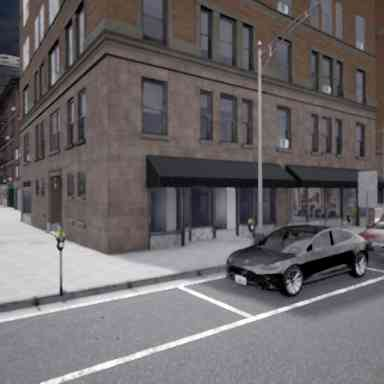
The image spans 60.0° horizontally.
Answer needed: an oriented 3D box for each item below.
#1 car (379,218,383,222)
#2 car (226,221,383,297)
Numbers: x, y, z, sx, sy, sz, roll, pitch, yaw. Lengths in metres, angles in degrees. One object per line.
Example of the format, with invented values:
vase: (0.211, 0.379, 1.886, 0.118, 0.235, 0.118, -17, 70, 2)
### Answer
car: (7.319, 1.552, 11.750, 4.206, 1.307, 1.802, 0, 0, -35)
car: (2.840, 1.549, 8.557, 4.313, 1.339, 1.947, 0, 0, -35)
